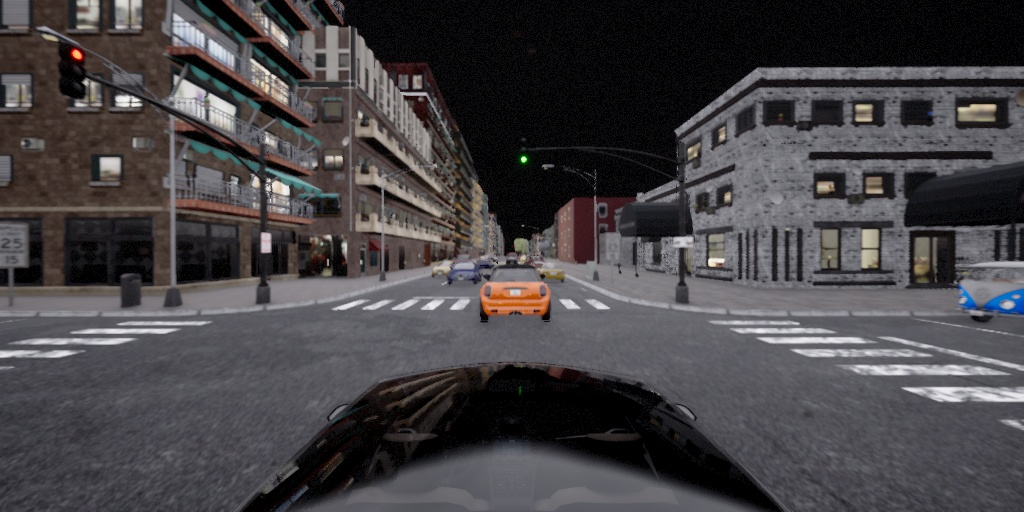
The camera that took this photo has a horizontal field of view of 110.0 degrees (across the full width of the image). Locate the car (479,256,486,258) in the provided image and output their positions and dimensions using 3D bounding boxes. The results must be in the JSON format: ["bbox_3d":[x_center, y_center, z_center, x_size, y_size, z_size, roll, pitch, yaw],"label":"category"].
[{"bbox_3d":[-3.093,1.021,40.468,1.895,1.301,4.718,0,0,0],"label":"car"}]

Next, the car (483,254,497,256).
[{"bbox_3d":[-3.004,0.543,56.375,2.033,1.411,5.357,0,0,0],"label":"car"}]

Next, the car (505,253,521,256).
[{"bbox_3d":[-0.003,0.789,52.204,1.882,1.535,5.008,0,0,0],"label":"car"}]

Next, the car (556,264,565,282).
[{"bbox_3d":[2.690,1.062,25.576,1.751,1.417,4.829,0,0,0],"label":"car"}]

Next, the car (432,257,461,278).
[{"bbox_3d":[-5.691,1.038,30.774,1.751,1.417,4.829,0,0,0],"label":"car"}]

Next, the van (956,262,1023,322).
[{"bbox_3d":[14.897,1.047,9.885,3.998,1.789,1.690,0,0,0],"label":"van"}]

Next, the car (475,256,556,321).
[{"bbox_3d":[0.096,1.032,12.271,2.097,1.767,4.553,0,1,0],"label":"car"}]

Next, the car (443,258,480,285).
[{"bbox_3d":[-3.100,1.092,24.015,1.812,1.442,4.674,0,1,0],"label":"car"}]

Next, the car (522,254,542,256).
[{"bbox_3d":[2.690,0.704,42.023,2.192,1.841,5.009,0,0,0],"label":"car"}]

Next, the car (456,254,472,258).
[{"bbox_3d":[-5.691,0.730,42.022,2.192,1.841,5.009,0,0,0],"label":"car"}]
